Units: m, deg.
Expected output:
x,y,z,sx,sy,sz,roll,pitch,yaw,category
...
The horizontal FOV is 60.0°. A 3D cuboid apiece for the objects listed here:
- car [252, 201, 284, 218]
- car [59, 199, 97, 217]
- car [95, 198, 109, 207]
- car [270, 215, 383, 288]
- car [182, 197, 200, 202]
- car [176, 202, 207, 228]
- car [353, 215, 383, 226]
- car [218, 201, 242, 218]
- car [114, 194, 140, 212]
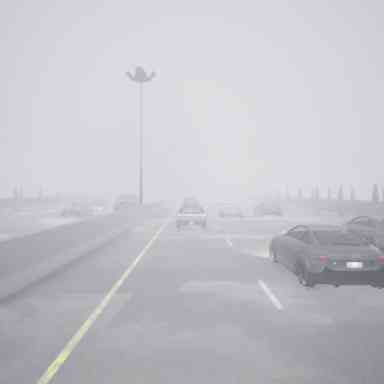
x,y,z,sx,sy,sz,roll,pitch,yaw,category
6.915,1.543,30.601,2.033,1.411,5.357,0,0,0,car
-10.785,1.611,31.385,1.895,1.301,4.718,0,0,0,car
-14.380,1.577,51.801,1.994,1.385,4.181,0,0,0,car
3.545,1.562,9.268,1.994,1.385,4.181,0,0,0,car
-0.150,1.354,40.684,2.097,1.767,4.553,0,0,0,car
-0.032,1.602,22.309,1.895,1.301,4.718,0,0,0,car
7.026,1.559,12.751,1.994,1.385,4.181,0,0,0,car
3.405,1.524,30.124,1.812,1.442,4.674,0,0,0,car
-7.322,1.228,37.899,2.150,2.045,5.566,0,0,0,car
